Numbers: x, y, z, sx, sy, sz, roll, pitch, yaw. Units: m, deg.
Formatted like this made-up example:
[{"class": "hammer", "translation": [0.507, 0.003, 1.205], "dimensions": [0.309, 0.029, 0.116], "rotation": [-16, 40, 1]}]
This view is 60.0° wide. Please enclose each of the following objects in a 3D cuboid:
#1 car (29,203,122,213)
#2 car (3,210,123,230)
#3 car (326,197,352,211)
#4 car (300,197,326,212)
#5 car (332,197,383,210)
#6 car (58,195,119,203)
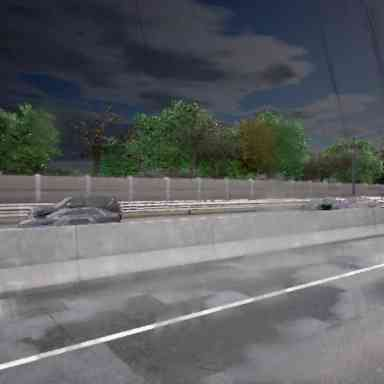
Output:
[{"class": "car", "translation": [-6.071, 1.495, 16.849], "dimensions": [4.892, 1.490, 1.837], "rotation": [0, 0, -35]}, {"class": "car", "translation": [-4.996, 1.593, 13.321], "dimensions": [4.718, 1.301, 1.895], "rotation": [0, 0, -35]}, {"class": "car", "translation": [15.411, 1.299, 32.018], "dimensions": [4.553, 1.767, 2.097], "rotation": [0, 0, -35]}, {"class": "car", "translation": [13.466, 1.300, 34.928], "dimensions": [4.553, 1.767, 2.097], "rotation": [0, 0, -35]}, {"class": "car", "translation": [13.672, 1.434, 26.523], "dimensions": [5.008, 1.535, 1.882], "rotation": [0, 0, -35]}, {"class": "car", "translation": [-7.045, 1.209, 20.452], "dimensions": [5.566, 2.045, 2.150], "rotation": [0, 0, -35]}]
